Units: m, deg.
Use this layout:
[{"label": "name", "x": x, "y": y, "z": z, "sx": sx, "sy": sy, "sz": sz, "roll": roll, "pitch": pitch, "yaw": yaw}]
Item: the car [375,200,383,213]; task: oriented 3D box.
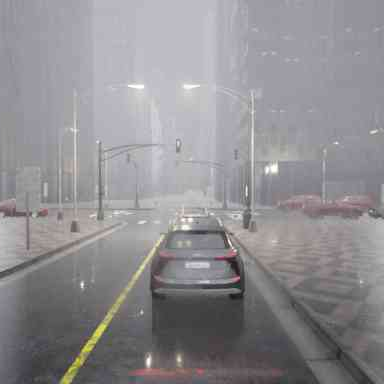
[{"label": "car", "x": 23.472, "y": 1.633, "z": 37.740, "sx": 4.313, "sy": 1.339, "sz": 1.947, "roll": 0, "pitch": 1, "yaw": 0}]

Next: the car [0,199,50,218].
[{"label": "car", "x": -14.857, "y": 1.566, "z": 29.183, "sx": 4.507, "sy": 1.381, "sz": 1.887, "roll": 0, "pitch": 1, "yaw": 0}]

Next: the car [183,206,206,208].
[{"label": "car", "x": 0.133, "y": 1.507, "z": 17.521, "sx": 1.837, "sy": 1.490, "sz": 4.892, "roll": 0, "pitch": 0, "yaw": 0}]

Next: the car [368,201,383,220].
[{"label": "car", "x": 17.827, "y": 1.741, "z": 29.211, "sx": 4.313, "sy": 1.339, "sz": 1.947, "roll": 0, "pitch": 1, "yaw": 0}]

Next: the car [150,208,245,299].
[{"label": "car", "x": 0.126, "y": 1.428, "z": 8.434, "sx": 2.033, "sy": 1.649, "sz": 4.856, "roll": 0, "pitch": 0, "yaw": 1}]

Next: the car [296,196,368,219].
[{"label": "car", "x": 12.184, "y": 1.462, "z": 29.203, "sx": 5.009, "sy": 1.841, "sz": 2.192, "roll": 0, "pitch": 1, "yaw": 0}]

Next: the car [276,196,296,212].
[{"label": "car", "x": 12.187, "y": 1.324, "z": 37.727, "sx": 5.009, "sy": 1.841, "sz": 2.192, "roll": 0, "pitch": 1, "yaw": 0}]

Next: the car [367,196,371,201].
[{"label": "car", "x": 17.831, "y": 1.352, "z": 37.732, "sx": 5.009, "sy": 1.841, "sz": 2.192, "roll": 0, "pitch": 1, "yaw": 0}]
